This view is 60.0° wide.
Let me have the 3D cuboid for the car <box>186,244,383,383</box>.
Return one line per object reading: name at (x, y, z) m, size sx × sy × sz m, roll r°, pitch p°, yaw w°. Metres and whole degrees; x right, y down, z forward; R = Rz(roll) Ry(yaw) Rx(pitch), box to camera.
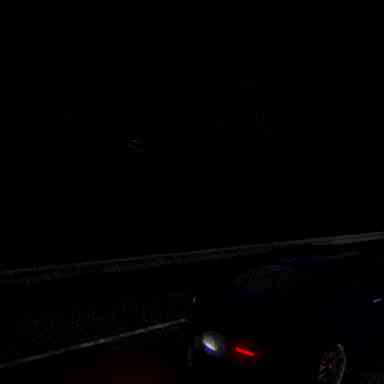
car at (2.098, 1.565, 5.125) m, size 4.674 × 1.442 × 1.812 m, roll 1°, pitch 0°, yaw -35°
